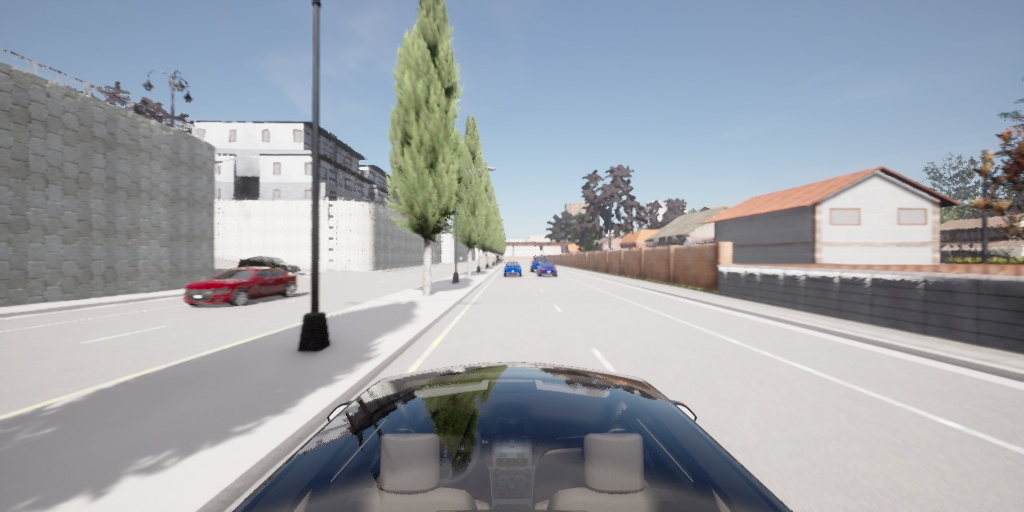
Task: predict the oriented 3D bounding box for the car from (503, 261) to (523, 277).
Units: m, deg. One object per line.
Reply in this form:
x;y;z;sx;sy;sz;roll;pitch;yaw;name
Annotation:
0.092;1.315;37.180;1.882;1.535;5.008;0;0;0;car

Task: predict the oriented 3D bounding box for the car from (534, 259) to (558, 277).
3.588;1.373;36.835;1.812;1.442;4.674;0;0;0;car

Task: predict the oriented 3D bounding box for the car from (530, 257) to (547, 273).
3.552;1.095;46.991;2.150;2.045;5.566;0;0;0;car

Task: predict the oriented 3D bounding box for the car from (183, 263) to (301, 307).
-11.517;1.228;15.672;1.882;1.535;5.008;0;0;1;car

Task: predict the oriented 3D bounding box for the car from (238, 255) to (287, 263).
-21.378;0.766;31.743;5.008;1.535;1.882;5;0;1;car
